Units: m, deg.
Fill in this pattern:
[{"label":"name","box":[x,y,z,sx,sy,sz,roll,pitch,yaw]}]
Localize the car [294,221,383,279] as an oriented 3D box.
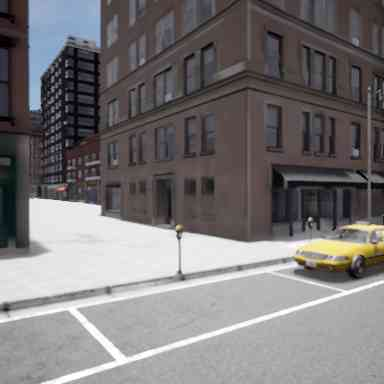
[{"label":"car","box":[5.163,1.619,10.336,4.829,1.417,1.752,1,-1,-35]}]
